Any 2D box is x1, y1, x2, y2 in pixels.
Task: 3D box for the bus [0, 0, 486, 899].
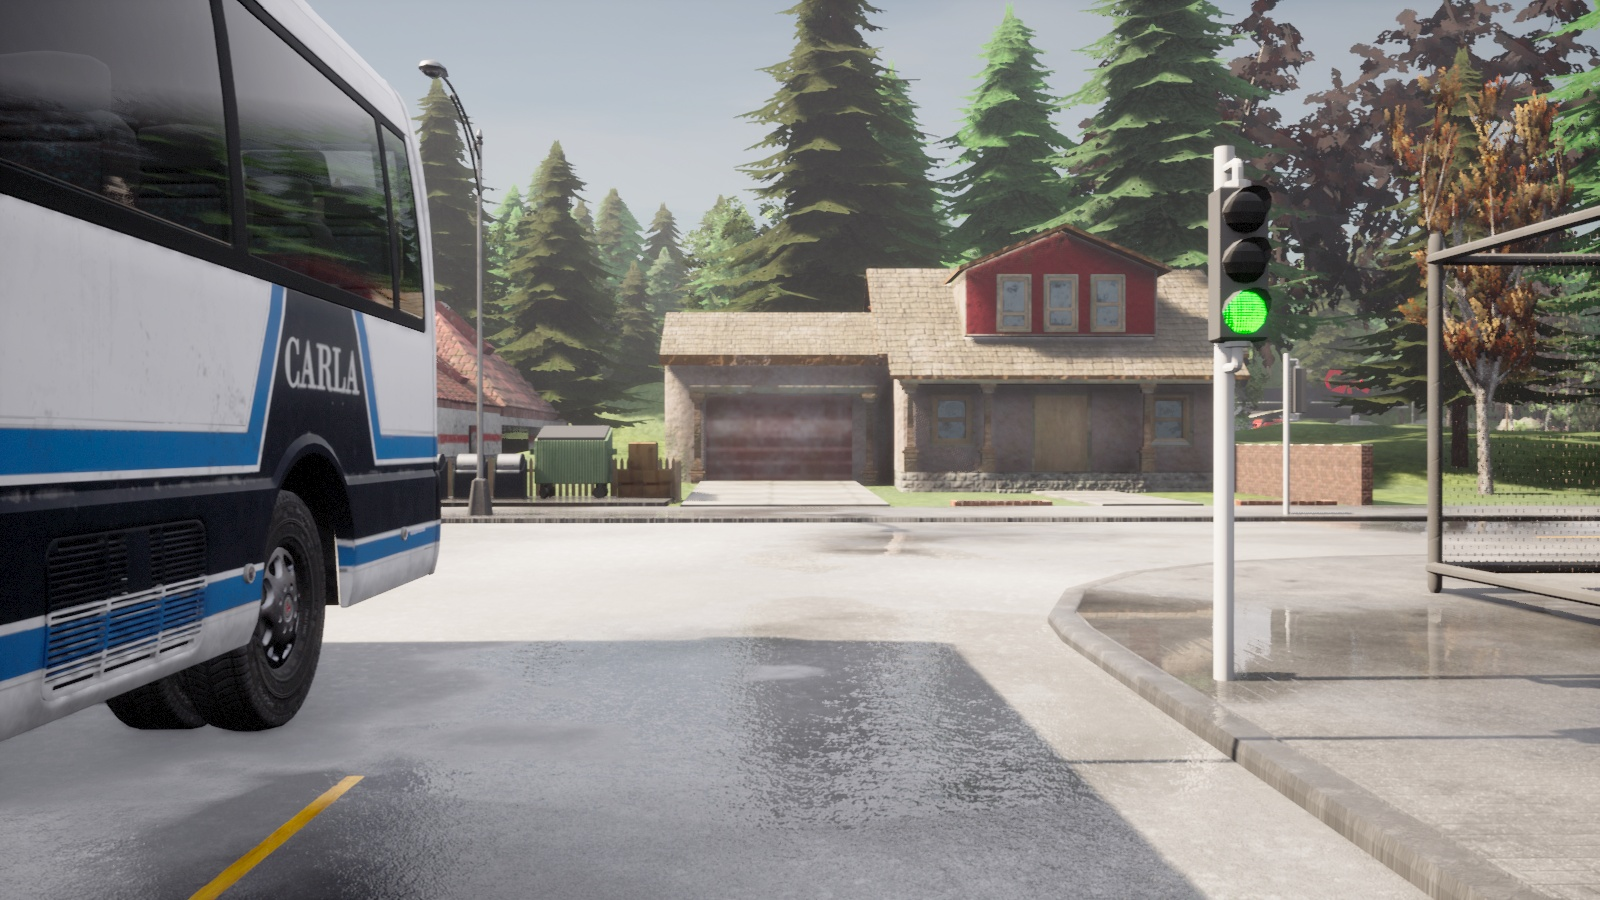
[{"bbox_3d":[-4.068,-0.654,3.915,3.944,4.253,10.273,0,0,-2],"label":"bus"}]
